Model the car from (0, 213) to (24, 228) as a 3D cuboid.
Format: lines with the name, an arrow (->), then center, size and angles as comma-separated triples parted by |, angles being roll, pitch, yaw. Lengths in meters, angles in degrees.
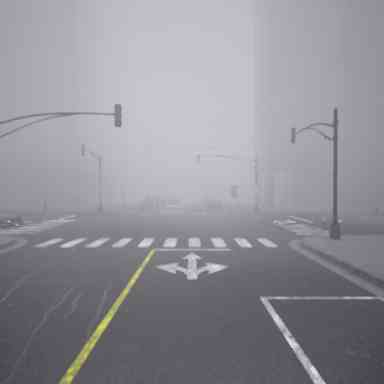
car -> -13.216, 1.571, 20.130 | 5.357, 1.411, 2.033 | 1, 1, 0

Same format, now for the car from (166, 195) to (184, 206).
car -> -2.891, 1.619, 56.452 | 1.994, 1.385, 4.181 | 0, 0, 1

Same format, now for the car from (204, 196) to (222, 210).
car -> 2.874, 1.600, 42.376 | 1.947, 1.339, 4.313 | -1, 0, 0

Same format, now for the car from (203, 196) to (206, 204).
car -> 2.890, 1.624, 48.048 | 1.802, 1.307, 4.206 | -1, 0, 0

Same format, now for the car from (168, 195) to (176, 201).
car -> -5.511, 1.580, 93.436 | 1.967, 1.590, 4.097 | -1, 0, 0

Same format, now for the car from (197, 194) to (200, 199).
car -> 2.964, 1.409, 76.405 | 2.192, 1.841, 5.009 | -1, 0, 0

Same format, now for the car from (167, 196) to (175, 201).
car -> -5.525, 1.668, 87.765 | 1.887, 1.381, 4.507 | -1, 0, 0

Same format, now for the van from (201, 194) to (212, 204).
van -> 2.918, 1.401, 59.391 | 1.690, 1.788, 3.998 | -1, 0, 0

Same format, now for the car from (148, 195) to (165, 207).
car -> -5.639, 1.358, 48.070 | 2.192, 1.841, 5.009 | -1, 0, 0

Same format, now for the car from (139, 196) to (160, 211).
car -> -5.651, 1.601, 42.399 | 1.947, 1.339, 4.313 | -1, 0, 0

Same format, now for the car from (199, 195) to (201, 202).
car -> 2.935, 1.510, 65.062 | 1.967, 1.590, 4.097 | -1, 0, 0

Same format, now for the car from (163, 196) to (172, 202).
car -> -5.556, 1.677, 76.424 | 1.802, 1.307, 4.206 | -1, 0, 0

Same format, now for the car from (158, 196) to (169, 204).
car -> -5.589, 1.596, 64.912 | 1.752, 1.417, 4.829 | -1, 0, 0

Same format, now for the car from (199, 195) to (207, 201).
car -> 3.013, 1.579, 93.418 | 1.967, 1.590, 4.097 | -1, 0, 0

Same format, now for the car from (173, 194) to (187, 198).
car -> -2.794, 1.617, 72.534 | 2.033, 1.411, 5.357 | 0, 0, 0
